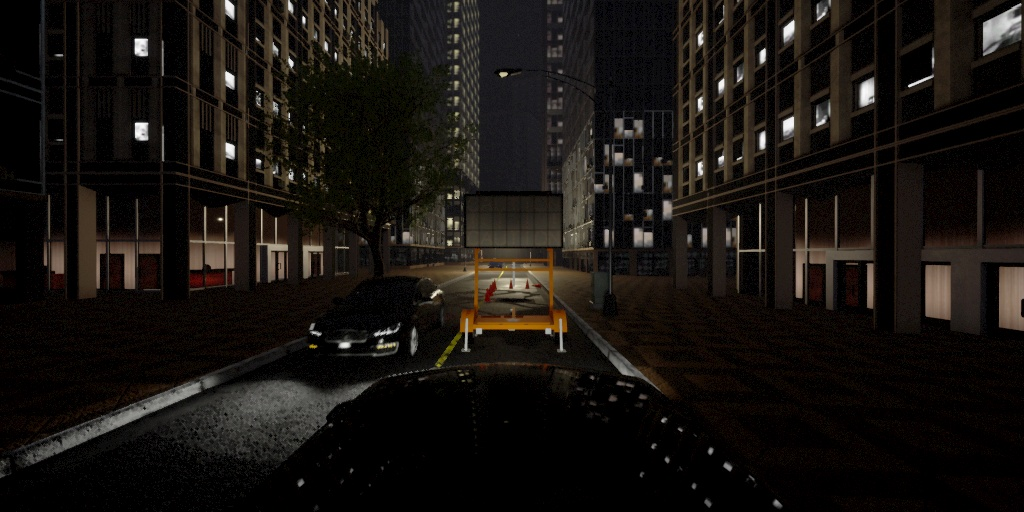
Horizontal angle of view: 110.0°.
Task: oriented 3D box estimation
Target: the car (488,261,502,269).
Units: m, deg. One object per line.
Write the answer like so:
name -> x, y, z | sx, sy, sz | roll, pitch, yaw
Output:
car -> -2.470, 1.278, 53.800 | 1.882, 1.535, 5.008 | 0, 0, 0

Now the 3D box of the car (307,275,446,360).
car -> -2.810, 1.254, 8.478 | 1.837, 1.490, 4.892 | 0, 0, 0

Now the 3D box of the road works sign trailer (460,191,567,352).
road works sign trailer -> 0.042, 0.214, 8.893 | 2.380, 3.560, 2.880 | 0, 0, 0
